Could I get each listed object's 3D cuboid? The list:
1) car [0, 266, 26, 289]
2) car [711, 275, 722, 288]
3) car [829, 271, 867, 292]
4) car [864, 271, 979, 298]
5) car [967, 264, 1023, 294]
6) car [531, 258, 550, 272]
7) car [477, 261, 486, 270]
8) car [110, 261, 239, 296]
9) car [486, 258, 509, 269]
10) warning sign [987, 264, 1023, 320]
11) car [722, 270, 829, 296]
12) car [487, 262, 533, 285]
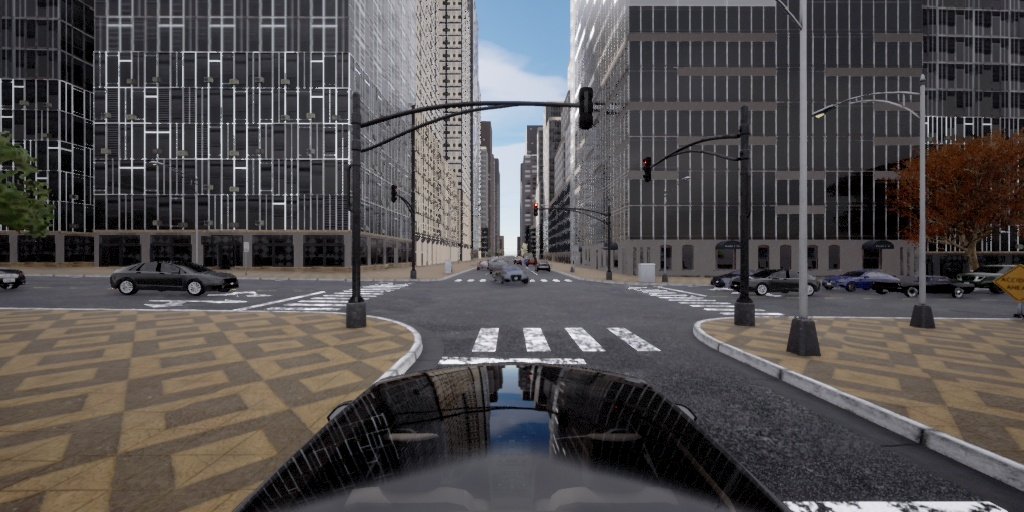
[{"bbox_3d":[-25.298,0.802,16.197,4.902,1.511,2.128,1,0,-3],"label":"car"},{"bbox_3d":[16.155,1.629,24.851,4.181,1.385,1.994,1,0,-3],"label":"car"},{"bbox_3d":[24.556,1.741,25.245,4.674,1.442,1.812,1,0,-3],"label":"car"},{"bbox_3d":[25.028,1.826,22.017,4.718,1.301,1.895,1,0,-3],"label":"car"},{"bbox_3d":[35.237,1.629,25.743,5.566,2.045,2.150,1,0,-3],"label":"car"},{"bbox_3d":[3.898,1.329,45.983,1.948,1.339,4.313,0,0,0],"label":"car"},{"bbox_3d":[-4.059,1.342,51.470,1.802,1.307,4.207,0,0,0],"label":"car"},{"bbox_3d":[-15.516,0.994,16.653,4.892,1.490,1.837,1,0,-3],"label":"car"},{"bbox_3d":[-1.533,1.270,39.568,1.837,1.490,4.892,0,0,0],"label":"car"},{"bbox_3d":[17.268,1.204,12.189,1.060,1.860,1.300,0,0,-3],"label":"warning sign"},{"bbox_3d":[15.785,1.564,21.590,4.892,1.490,1.837,1,0,-4],"label":"car"},{"bbox_3d":[-0.229,1.336,26.224,1.994,1.385,4.181,0,0,-15],"label":"car"}]
